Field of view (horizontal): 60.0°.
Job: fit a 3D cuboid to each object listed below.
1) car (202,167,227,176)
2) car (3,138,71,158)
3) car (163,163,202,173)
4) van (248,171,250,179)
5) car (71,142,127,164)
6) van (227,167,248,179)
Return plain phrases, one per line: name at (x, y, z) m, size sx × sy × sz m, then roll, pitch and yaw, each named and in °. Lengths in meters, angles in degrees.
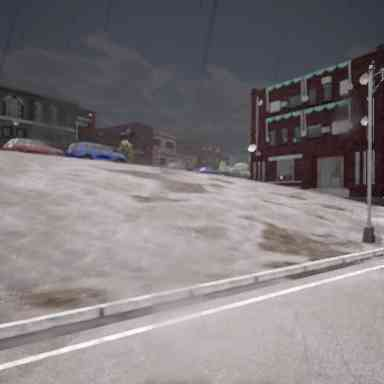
car at (2.114, -2.449, 43.346) m, size 2.002 × 1.452 × 4.674 m, roll 0°, pitch -2°, yaw 40°
car at (-12.643, -3.350, 26.794) m, size 2.185 × 1.767 × 4.553 m, roll 0°, pitch -1°, yaw 45°
car at (-1.445, -2.665, 39.102) m, size 2.002 × 1.452 × 4.674 m, roll 0°, pitch -2°, yaw 41°
van at (9.080, -2.211, 52.128) m, size 1.878 × 1.987 × 4.442 m, roll 0°, pitch -2°, yaw 38°
car at (-8.771, -3.323, 30.856) m, size 2.435 × 2.045 × 5.566 m, roll 0°, pitch -1°, yaw 44°
van at (5.698, -2.471, 47.749) m, size 1.878 × 1.987 × 4.442 m, roll 0°, pitch -2°, yaw 39°
